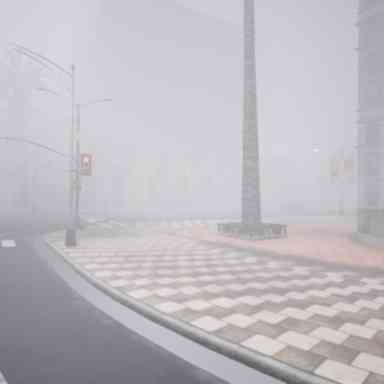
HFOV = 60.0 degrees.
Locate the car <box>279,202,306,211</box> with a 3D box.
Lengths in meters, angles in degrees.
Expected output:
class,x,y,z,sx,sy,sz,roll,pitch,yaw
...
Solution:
class,x,y,z,sx,sy,sz,roll,pitch,yaw
car,15.386,2.182,50.688,4.674,1.442,1.812,1,-1,-32
